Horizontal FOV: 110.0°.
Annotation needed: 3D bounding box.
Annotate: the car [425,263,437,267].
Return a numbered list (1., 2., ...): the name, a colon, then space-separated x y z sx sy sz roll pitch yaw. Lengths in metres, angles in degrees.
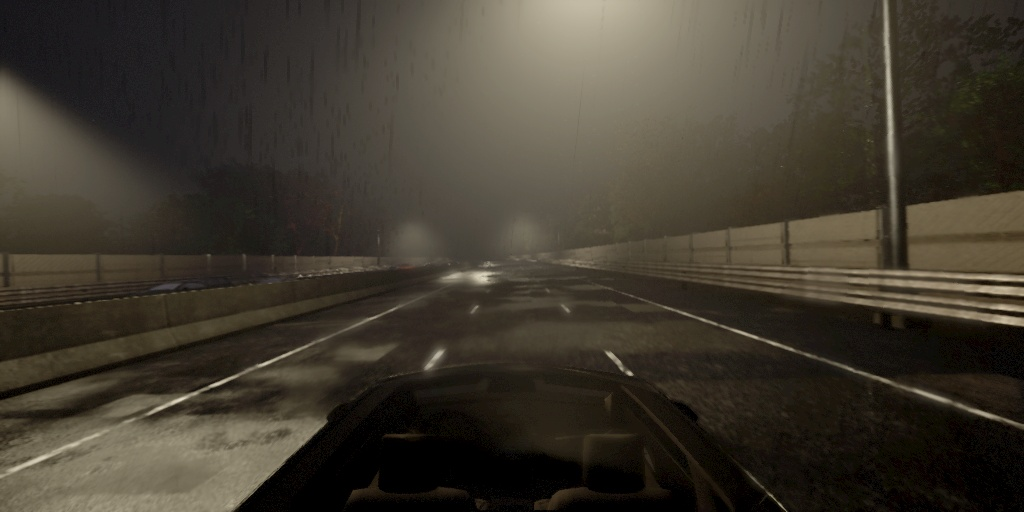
1. car: -13.868 1.997 61.882 1.882 1.535 5.008 -2 0 0

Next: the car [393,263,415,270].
1. car: -17.344 1.989 58.905 2.097 1.767 4.553 -2 0 0

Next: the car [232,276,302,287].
1. car: -13.752 1.906 21.212 1.994 1.385 4.181 -2 0 1

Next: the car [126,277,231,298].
1. car: -17.278 2.023 18.458 1.994 1.385 4.181 -2 0 1
